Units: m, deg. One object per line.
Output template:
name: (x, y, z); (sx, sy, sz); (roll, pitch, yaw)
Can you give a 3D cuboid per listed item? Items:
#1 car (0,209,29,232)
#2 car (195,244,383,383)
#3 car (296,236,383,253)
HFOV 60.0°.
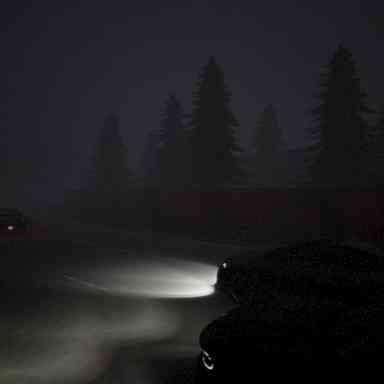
car: (-11.285, 1.647, 19.712); (1.895, 1.301, 4.718); (0, 0, -41)
car: (2.329, 1.489, 2.451); (5.008, 1.535, 1.882); (0, 0, 36)
car: (2.568, 1.588, 6.632); (4.181, 1.385, 1.994); (0, 0, 37)
